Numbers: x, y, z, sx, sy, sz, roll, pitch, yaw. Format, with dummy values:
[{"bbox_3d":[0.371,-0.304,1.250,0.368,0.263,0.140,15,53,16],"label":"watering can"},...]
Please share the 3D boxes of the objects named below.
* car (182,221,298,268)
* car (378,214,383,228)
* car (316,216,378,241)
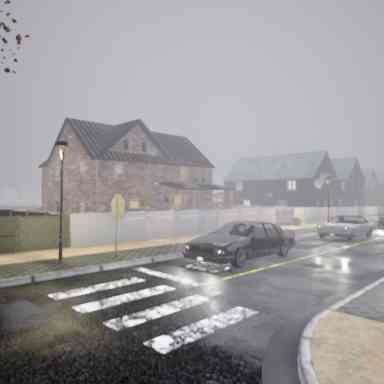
[{"bbox_3d":[2.076,1.809,12.570,2.033,1.411,5.357,0,-2,43],"label":"car"},{"bbox_3d":[17.153,2.251,27.975,2.128,1.511,4.902,0,-1,45],"label":"car"},{"bbox_3d":[9.275,2.097,19.952,1.895,1.301,4.718,0,-2,44],"label":"car"}]
